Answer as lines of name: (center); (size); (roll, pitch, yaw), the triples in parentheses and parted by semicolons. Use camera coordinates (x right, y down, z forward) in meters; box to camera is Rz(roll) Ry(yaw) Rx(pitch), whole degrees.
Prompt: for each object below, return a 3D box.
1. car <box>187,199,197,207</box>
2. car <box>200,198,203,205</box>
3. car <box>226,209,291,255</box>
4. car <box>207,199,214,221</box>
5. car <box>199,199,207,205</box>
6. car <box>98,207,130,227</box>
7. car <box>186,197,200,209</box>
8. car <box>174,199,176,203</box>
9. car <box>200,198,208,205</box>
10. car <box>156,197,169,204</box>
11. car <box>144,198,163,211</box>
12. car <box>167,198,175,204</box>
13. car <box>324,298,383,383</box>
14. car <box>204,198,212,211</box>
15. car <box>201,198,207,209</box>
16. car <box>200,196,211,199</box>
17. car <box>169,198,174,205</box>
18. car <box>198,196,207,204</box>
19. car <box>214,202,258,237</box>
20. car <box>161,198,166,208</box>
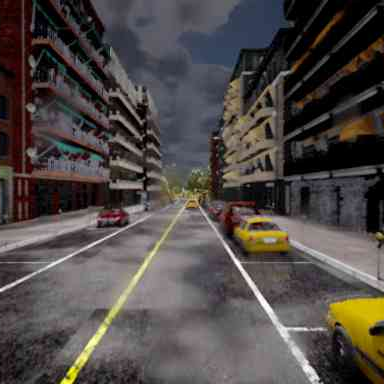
car: (-0.002, 2.123, 65.203); (1.812, 1.442, 4.674); (0, -1, 0)
car: (2.675, 2.045, 52.268); (1.947, 1.339, 4.313); (-1, -1, 0)
car: (2.685, 1.653, 13.771); (1.752, 1.417, 4.829); (-1, -1, 0)
car: (2.673, 1.717, 30.173); (1.967, 1.590, 4.097); (-1, -1, 0)
car: (2.674, 2.313, 79.888); (1.802, 1.307, 4.206); (-1, -1, 0)
car: (-5.704, 1.807, 24.601); (1.802, 1.307, 4.206); (-1, -1, 0)
car: (-0.002, 1.979, 54.785); (1.882, 1.535, 5.008); (0, -1, 0)
car: (-5.706, 2.324, 85.364); (1.887, 1.381, 4.507); (-1, -1, 0)
car: (2.673, 2.207, 74.535); (1.752, 1.417, 4.829); (-1, -1, 0)
car: (-5.710, 1.843, 57.746); (2.192, 1.841, 5.009); (-1, -1, 0)
car: (-5.705, 1.978, 46.697); (2.008, 1.369, 4.403); (-1, -1, 0)
car: (-5.707, 2.354, 90.719); (1.752, 1.417, 4.829); (-1, -1, 0)
car: (2.642, 1.552, 2.723); (1.752, 1.417, 4.829); (-1, -1, 0)
car: (2.672, 1.768, 35.698); (1.967, 1.590, 4.097); (-1, -1, 0)
car: (2.674, 1.979, 46.744); (2.008, 1.369, 4.403); (-1, -1, 0)
car: (2.670, 1.844, 57.794); (2.192, 1.841, 5.009); (-1, -1, 0)
car: (-5.706, 2.230, 74.315); (2.008, 1.369, 4.403); (-1, -1, 0)
car: (2.669, 2.096, 85.414); (2.192, 1.841, 5.009); (-1, -1, 0)
car: (2.676, 1.491, 19.127); (2.192, 1.841, 5.009); (-1, -1, 0)
car: (-5.705, 2.029, 52.220); (2.008, 1.369, 4.403); (-1, -1, 0)
